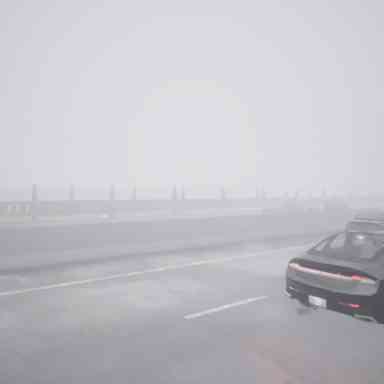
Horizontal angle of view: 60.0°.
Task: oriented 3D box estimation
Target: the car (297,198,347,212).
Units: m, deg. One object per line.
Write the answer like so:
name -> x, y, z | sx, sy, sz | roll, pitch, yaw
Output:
car -> 12.092, 1.367, 30.195 | 4.553, 1.767, 2.097 | 0, 0, -36

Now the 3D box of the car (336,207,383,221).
car -> 8.486, 1.511, 14.304 | 4.892, 1.490, 1.837 | 0, 0, -36

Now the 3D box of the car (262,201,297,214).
car -> 9.224, 1.565, 32.425 | 5.357, 1.411, 2.033 | 0, 0, -36

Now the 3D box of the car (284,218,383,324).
car -> 3.924, 1.494, 6.633 | 4.902, 1.511, 2.128 | 0, 0, -36
